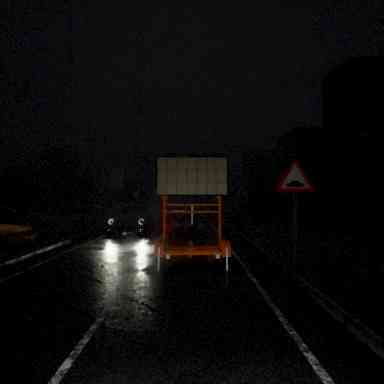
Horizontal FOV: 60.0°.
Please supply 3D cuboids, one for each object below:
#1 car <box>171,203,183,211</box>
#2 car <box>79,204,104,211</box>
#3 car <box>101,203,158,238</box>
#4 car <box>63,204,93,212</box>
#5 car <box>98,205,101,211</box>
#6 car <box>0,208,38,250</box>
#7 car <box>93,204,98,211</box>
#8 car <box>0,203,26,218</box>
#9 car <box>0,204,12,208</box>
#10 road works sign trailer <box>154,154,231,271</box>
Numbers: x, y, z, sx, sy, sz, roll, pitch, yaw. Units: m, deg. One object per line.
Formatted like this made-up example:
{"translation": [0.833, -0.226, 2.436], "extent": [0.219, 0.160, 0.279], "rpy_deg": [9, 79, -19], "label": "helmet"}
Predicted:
{"translation": [-3.195, 3.666, 77.631], "extent": [1.994, 1.385, 4.181], "rpy_deg": [0, -2, 0], "label": "car"}
{"translation": [-21.902, 3.425, 72.550], "extent": [4.674, 1.452, 2.002], "rpy_deg": [0, -2, 0], "label": "car"}
{"translation": [-3.373, 1.560, 18.952], "extent": [2.097, 1.767, 4.553], "rpy_deg": [0, -1, 0], "label": "car"}
{"translation": [-21.925, 3.103, 62.858], "extent": [4.674, 1.452, 2.002], "rpy_deg": [0, -2, 0], "label": "car"}
{"translation": [-21.918, 3.280, 69.405], "extent": [5.008, 1.535, 2.097], "rpy_deg": [0, -2, 0], "label": "car"}
{"translation": [-9.394, 1.586, 14.012], "extent": [5.366, 1.575, 1.946], "rpy_deg": [0, -1, 0], "label": "car"}
{"translation": [-21.915, 3.173, 66.133], "extent": [4.892, 1.521, 2.231], "rpy_deg": [0, -2, 0], "label": "car"}
{"translation": [-22.018, 2.127, 38.541], "extent": [4.553, 1.767, 2.185], "rpy_deg": [0, -2, 0], "label": "car"}
{"translation": [-21.953, 2.189, 35.367], "extent": [4.674, 1.452, 2.002], "rpy_deg": [0, -2, 0], "label": "car"}
{"translation": [0.005, 0.533, 11.097], "extent": [2.380, 3.560, 2.880], "rpy_deg": [0, -1, -1], "label": "road works sign trailer"}
